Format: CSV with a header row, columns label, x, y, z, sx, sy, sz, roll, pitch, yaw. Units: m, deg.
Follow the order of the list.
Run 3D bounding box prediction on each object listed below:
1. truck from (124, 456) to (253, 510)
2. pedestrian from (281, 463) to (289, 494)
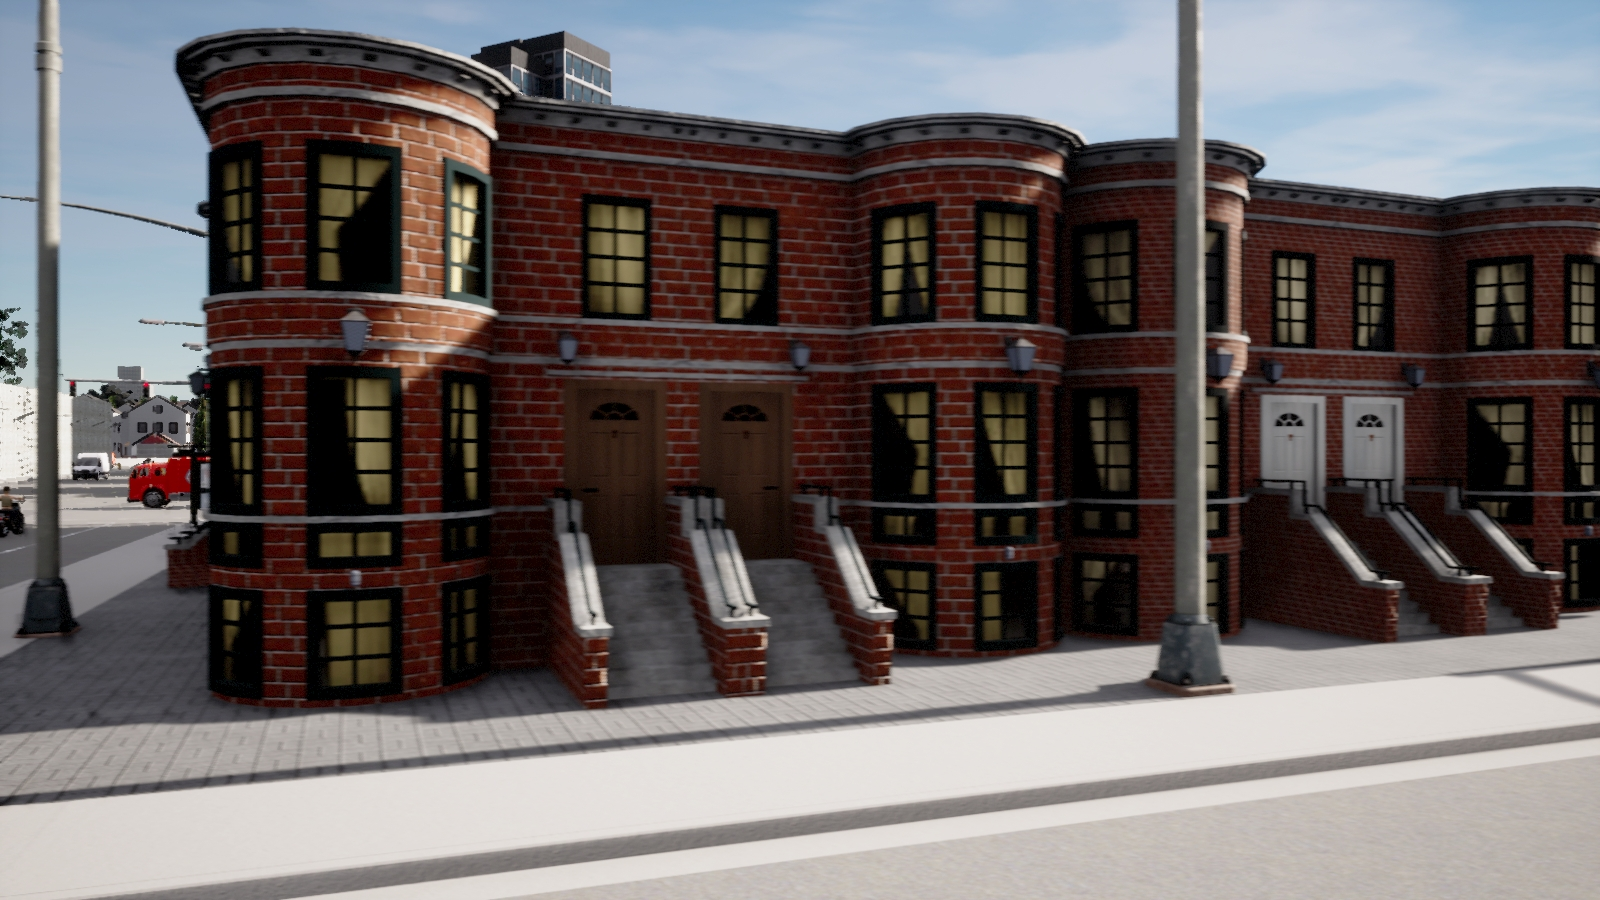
label,x,y,z,sx,sy,sz,roll,pitch,yaw
truck,-29.625,1.567,55.570,5.204,2.467,2.627,0,0,-21
pedestrian,-30.835,1.697,68.412,0.375,1.860,0.375,0,0,-8
